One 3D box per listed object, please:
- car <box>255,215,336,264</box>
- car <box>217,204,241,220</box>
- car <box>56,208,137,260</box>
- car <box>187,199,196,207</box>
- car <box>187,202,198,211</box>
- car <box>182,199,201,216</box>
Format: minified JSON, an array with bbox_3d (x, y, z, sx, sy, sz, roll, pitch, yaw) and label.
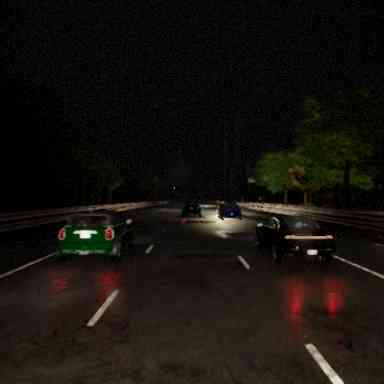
[{"bbox_3d":[3.587,1.606,12.344,2.128,1.511,4.902,0,-1,0],"label":"car"},{"bbox_3d":[3.565,1.868,32.224,1.882,1.535,5.008,0,-1,0],"label":"car"},{"bbox_3d":[-3.515,1.473,13.058,2.097,1.767,4.553,0,-1,0],"label":"car"},{"bbox_3d":[-0.093,2.739,83.359,2.150,2.045,5.566,0,-1,0],"label":"car"},{"bbox_3d":[0.036,2.462,57.944,1.812,1.442,4.674,0,-1,0],"label":"car"},{"bbox_3d":[-0.041,1.858,38.402,2.097,1.767,4.553,0,-1,0],"label":"car"}]
